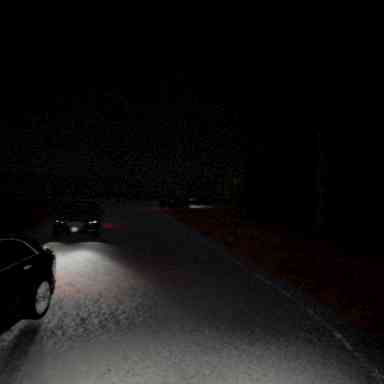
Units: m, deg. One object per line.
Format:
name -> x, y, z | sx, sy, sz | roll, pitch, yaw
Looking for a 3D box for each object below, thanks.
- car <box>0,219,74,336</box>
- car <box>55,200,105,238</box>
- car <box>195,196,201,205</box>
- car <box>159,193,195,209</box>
car -> -3.390, 1.337, 4.160 | 1.837, 1.490, 4.892 | 2, 1, 2
car -> -5.088, 1.154, 15.398 | 2.128, 1.511, 4.902 | 2, 0, -12
car -> -0.595, 1.069, 48.911 | 2.033, 1.411, 5.357 | 2, 1, -26
car -> -1.904, 0.919, 38.642 | 2.097, 1.767, 4.553 | 2, 1, 25
